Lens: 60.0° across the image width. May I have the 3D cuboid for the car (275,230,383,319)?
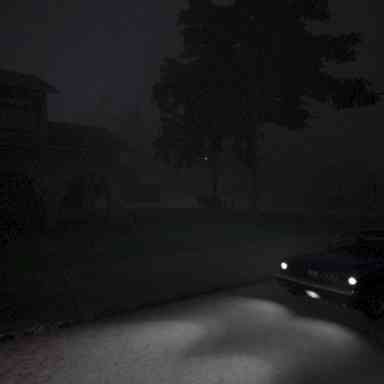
[{"bbox_3d":[4.054,1.596,7.476,4.718,1.301,1.895,0,0,-35],"label":"car"}]
